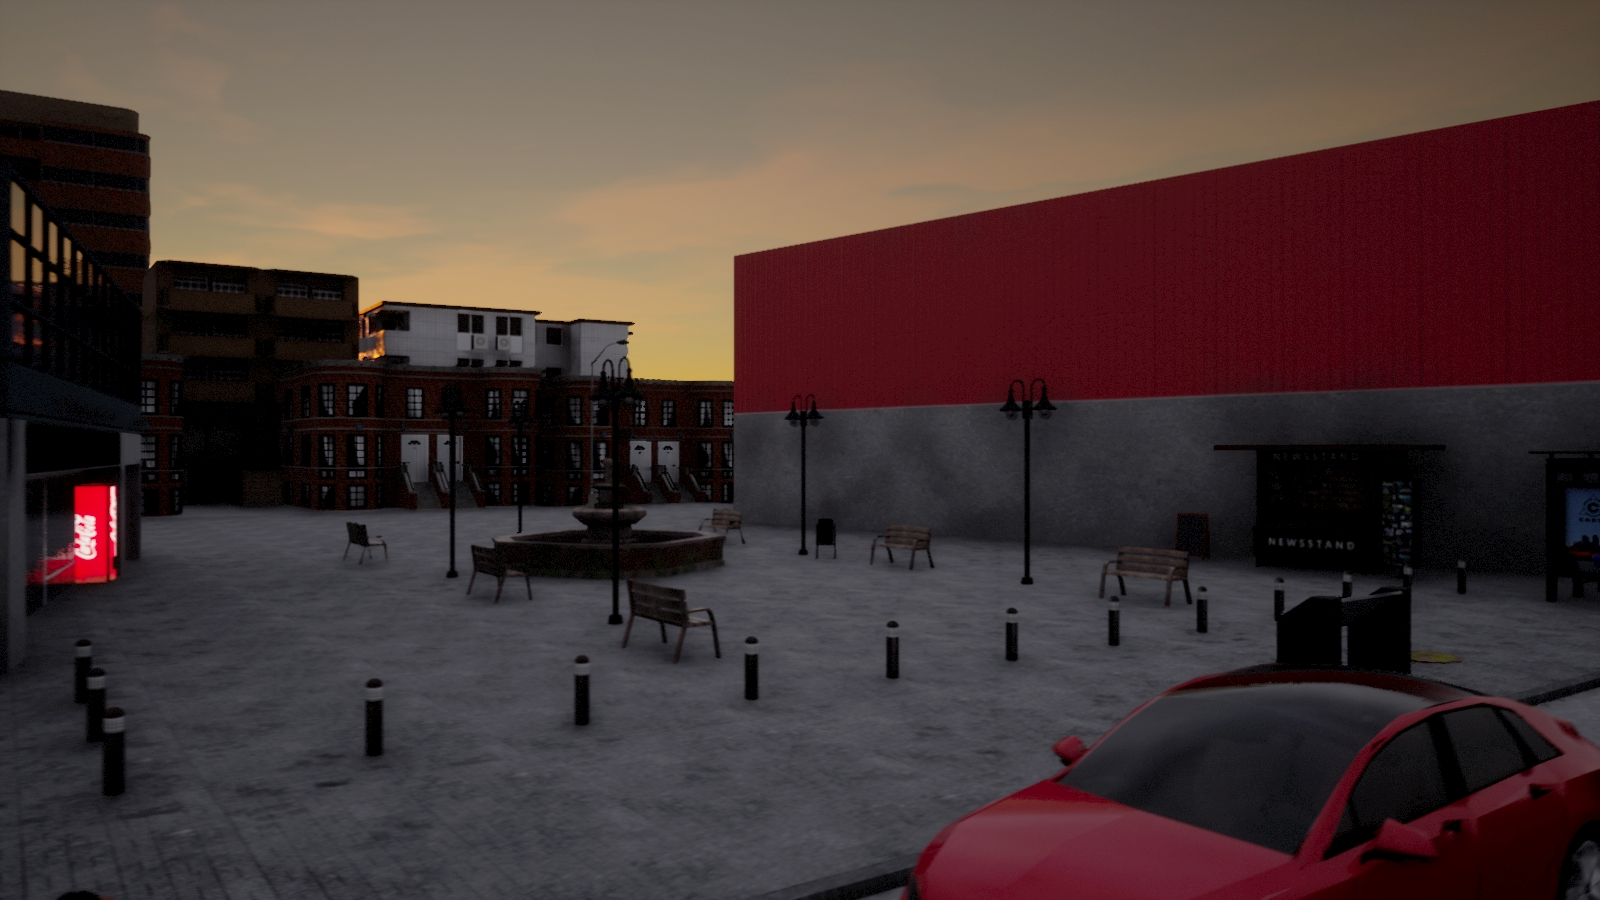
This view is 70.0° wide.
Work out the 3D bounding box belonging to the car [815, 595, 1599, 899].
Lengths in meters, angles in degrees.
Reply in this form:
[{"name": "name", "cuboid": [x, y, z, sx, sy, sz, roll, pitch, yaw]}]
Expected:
[{"name": "car", "cuboid": [2.720, 1.841, 6.319, 4.892, 1.480, 2.231, 0, 0, -35]}]
